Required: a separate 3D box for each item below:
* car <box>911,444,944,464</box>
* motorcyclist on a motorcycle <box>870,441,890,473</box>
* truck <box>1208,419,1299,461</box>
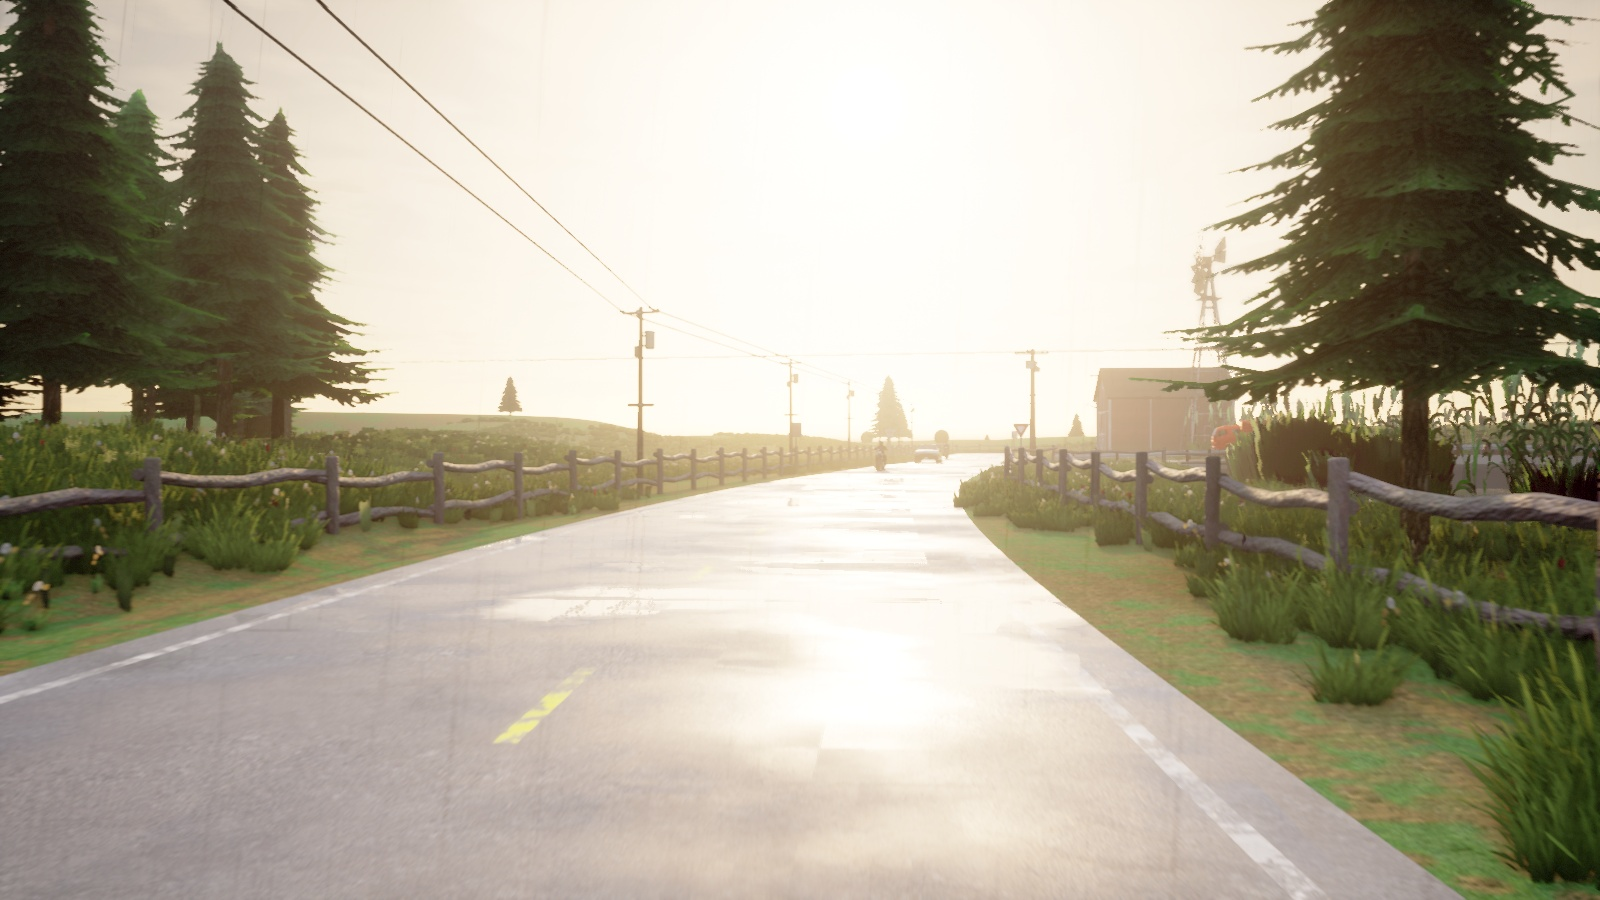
[{"bbox_3d":[9.648,0.271,94.460,2.033,1.411,5.357,0,0,11],"label":"car"},{"bbox_3d":[4.206,0.330,65.760,0.766,1.649,2.350,0,1,11],"label":"motorcyclist on a motorcycle"},{"bbox_3d":[29.479,-0.649,81.799,5.204,2.467,2.627,-2,0,12],"label":"truck"}]
